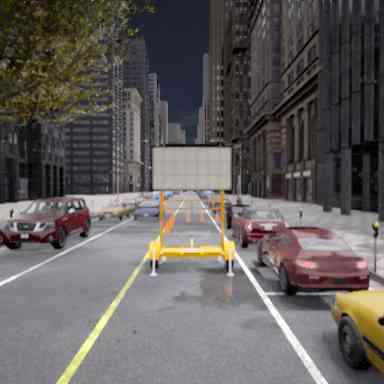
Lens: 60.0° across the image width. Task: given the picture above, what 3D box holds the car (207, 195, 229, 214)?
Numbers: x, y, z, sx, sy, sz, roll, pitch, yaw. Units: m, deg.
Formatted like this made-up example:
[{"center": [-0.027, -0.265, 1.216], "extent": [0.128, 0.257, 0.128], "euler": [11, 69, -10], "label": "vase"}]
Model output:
[{"center": [2.767, 1.251, 30.994], "extent": [2.008, 1.369, 4.403], "euler": [0, 1, 0], "label": "car"}]

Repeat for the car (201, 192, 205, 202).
[{"center": [2.770, 1.091, 48.027], "extent": [2.008, 1.369, 4.403], "euler": [0, 1, 0], "label": "car"}]

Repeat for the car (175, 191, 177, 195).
[{"center": [-5.748, 0.704, 87.589], "extent": [1.752, 1.417, 4.829], "euler": [0, 1, 0], "label": "car"}]

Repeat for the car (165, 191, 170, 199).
[{"center": [-5.752, 0.965, 65.051], "extent": [1.802, 1.307, 4.206], "euler": [0, 1, 0], "label": "car"}]

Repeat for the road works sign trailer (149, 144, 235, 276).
[{"center": [0.002, 0.365, 10.008], "extent": [2.380, 3.560, 2.880], "euler": [0, 1, 0], "label": "road works sign trailer"}]

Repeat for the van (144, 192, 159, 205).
[{"center": [-5.755, 0.881, 48.017], "extent": [1.690, 1.788, 3.998], "euler": [0, 1, 0], "label": "van"}]

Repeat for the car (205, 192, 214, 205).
[{"center": [2.768, 1.087, 36.670], "extent": [1.967, 1.590, 4.097], "euler": [0, 1, 0], "label": "car"}]

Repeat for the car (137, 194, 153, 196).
[{"center": [-5.757, 1.229, 36.665], "extent": [1.802, 1.307, 4.206], "euler": [0, 1, 0], "label": "car"}]

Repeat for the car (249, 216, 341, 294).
[{"center": [2.763, 1.499, 8.285], "extent": [1.802, 1.307, 4.206], "euler": [0, 1, 0], "label": "car"}]

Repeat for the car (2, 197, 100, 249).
[{"center": [-5.761, 1.178, 13.953], "extent": [2.192, 1.841, 5.009], "euler": [0, 1, 0], "label": "car"}]

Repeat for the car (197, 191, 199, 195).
[{"center": [2.775, 0.720, 76.412], "extent": [1.967, 1.590, 4.097], "euler": [0, 1, 0], "label": "car"}]

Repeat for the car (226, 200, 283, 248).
[{"center": [2.764, 1.303, 13.961], "extent": [1.967, 1.590, 4.097], "euler": [0, 1, 0], "label": "car"}]

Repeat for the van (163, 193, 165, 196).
[{"center": [-5.755, 0.828, 53.694], "extent": [1.690, 1.788, 3.998], "euler": [0, 1, 0], "label": "van"}]

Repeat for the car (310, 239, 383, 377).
[{"center": [2.762, 1.497, 2.778], "extent": [1.752, 1.417, 4.829], "euler": [0, 1, 0], "label": "car"}]

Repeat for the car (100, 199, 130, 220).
[{"center": [-5.759, 1.281, 25.140], "extent": [1.752, 1.417, 4.829], "euler": [0, 1, 0], "label": "car"}]

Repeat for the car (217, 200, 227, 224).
[{"center": [2.765, 1.374, 19.640], "extent": [1.947, 1.339, 4.313], "euler": [0, 1, 0], "label": "car"}]

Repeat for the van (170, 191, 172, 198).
[{"center": [-5.752, 0.672, 70.726], "extent": [1.690, 1.788, 3.998], "euler": [0, 1, 0], "label": "van"}]

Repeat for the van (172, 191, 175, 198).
[{"center": [-5.750, 0.570, 82.080], "extent": [1.690, 1.788, 3.998], "euler": [0, 1, 0], "label": "van"}]

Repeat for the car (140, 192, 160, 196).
[{"center": [-5.757, 0.908, 42.339], "extent": [2.192, 1.841, 5.009], "euler": [0, 1, 0], "label": "car"}]

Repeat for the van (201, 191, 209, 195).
[{"center": [2.770, 0.828, 53.702], "extent": [1.690, 1.788, 3.998], "euler": [0, 1, 0], "label": "van"}]

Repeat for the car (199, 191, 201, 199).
[{"center": [2.772, 0.979, 59.381], "extent": [1.887, 1.381, 4.507], "euler": [0, 1, 0], "label": "car"}]

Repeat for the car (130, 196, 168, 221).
[{"center": [-3.095, 1.286, 24.673], "extent": [1.812, 1.442, 4.674], "euler": [0, 1, 0], "label": "car"}]
